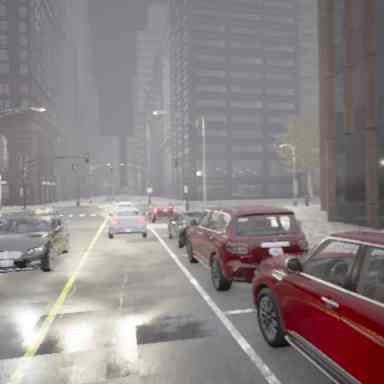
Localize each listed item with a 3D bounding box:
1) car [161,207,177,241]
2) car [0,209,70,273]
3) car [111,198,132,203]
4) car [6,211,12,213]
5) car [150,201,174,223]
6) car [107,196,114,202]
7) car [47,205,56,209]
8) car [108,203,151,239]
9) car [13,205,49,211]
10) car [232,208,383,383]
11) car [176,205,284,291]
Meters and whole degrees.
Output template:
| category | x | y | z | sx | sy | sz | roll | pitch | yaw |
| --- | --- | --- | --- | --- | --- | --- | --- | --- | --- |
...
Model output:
| category | x | y | z | sx | sy | sz | roll | pitch | yaw |
| --- | --- | --- | --- | --- | --- | --- | --- | --- | --- |
| car | 0.021 | 1.507 | 14.438 | 1.947 | 1.339 | 4.313 | -1 | 0 | -12 |
| car | -5.204 | 1.546 | 10.814 | 2.128 | 1.511 | 4.902 | -1 | 0 | -12 |
| car | -5.486 | 1.524 | 27.292 | 1.812 | 1.442 | 4.674 | -1 | 0 | -12 |
| car | -8.321 | 1.673 | 12.690 | 1.947 | 1.339 | 4.313 | -1 | 0 | -12 |
| car | -2.289 | 1.384 | 25.471 | 1.967 | 1.590 | 4.097 | -1 | 0 | -12 |
| car | -20.480 | 1.639 | 84.023 | 1.812 | 1.442 | 4.674 | -1 | 0 | -12 |
| car | -10.629 | 1.661 | 23.725 | 2.008 | 1.369 | 4.403 | -1 | 0 | -12 |
| car | -3.361 | 1.520 | 17.395 | 1.812 | 1.442 | 4.674 | -1 | 0 | -11 |
| car | -9.475 | 1.675 | 18.207 | 1.947 | 1.339 | 4.313 | -1 | 0 | -12 |
| car | 2.323 | 1.256 | 3.402 | 2.192 | 1.841 | 5.009 | -1 | 0 | -12 |
| car | 1.169 | 1.256 | 8.919 | 2.192 | 1.841 | 5.009 | -1 | 0 | -12 |
